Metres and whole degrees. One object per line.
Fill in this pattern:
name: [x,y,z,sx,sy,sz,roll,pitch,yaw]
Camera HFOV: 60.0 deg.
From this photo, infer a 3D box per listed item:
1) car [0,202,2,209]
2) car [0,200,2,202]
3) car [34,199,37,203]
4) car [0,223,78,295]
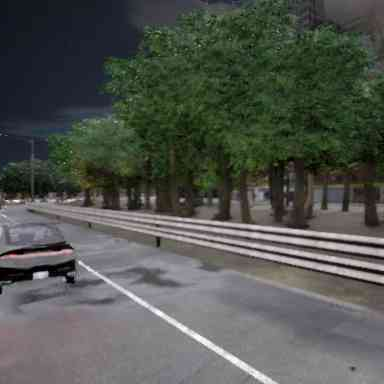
car: [-20.758,2.012,33.946,2.033,1.411,5.357,0,-1,-33]
car: [-33.073,1.990,55.275,2.150,2.045,5.566,-1,-1,-23]
car: [-39.838,2.582,84.625,1.994,1.385,4.181,-1,0,-2]
car: [-4.580,1.609,9.192,2.128,1.511,4.902,0,-1,-33]
